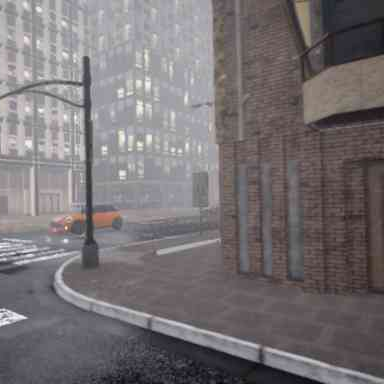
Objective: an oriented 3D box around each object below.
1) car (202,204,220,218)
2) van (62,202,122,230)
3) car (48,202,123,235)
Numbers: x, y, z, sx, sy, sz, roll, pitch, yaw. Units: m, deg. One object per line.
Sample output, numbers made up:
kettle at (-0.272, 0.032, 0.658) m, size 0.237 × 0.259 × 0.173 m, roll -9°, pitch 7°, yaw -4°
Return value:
car at (2.916, 1.878, 34.014) m, size 1.895 × 1.301 × 4.718 m, roll -2°, pitch -1°, yaw 36°
van at (-7.213, 1.669, 24.339) m, size 1.690 × 1.788 × 3.998 m, roll -2°, pitch -1°, yaw 36°
car at (-6.551, 1.597, 20.779) m, size 2.097 × 1.767 × 4.553 m, roll -2°, pitch -1°, yaw 35°
